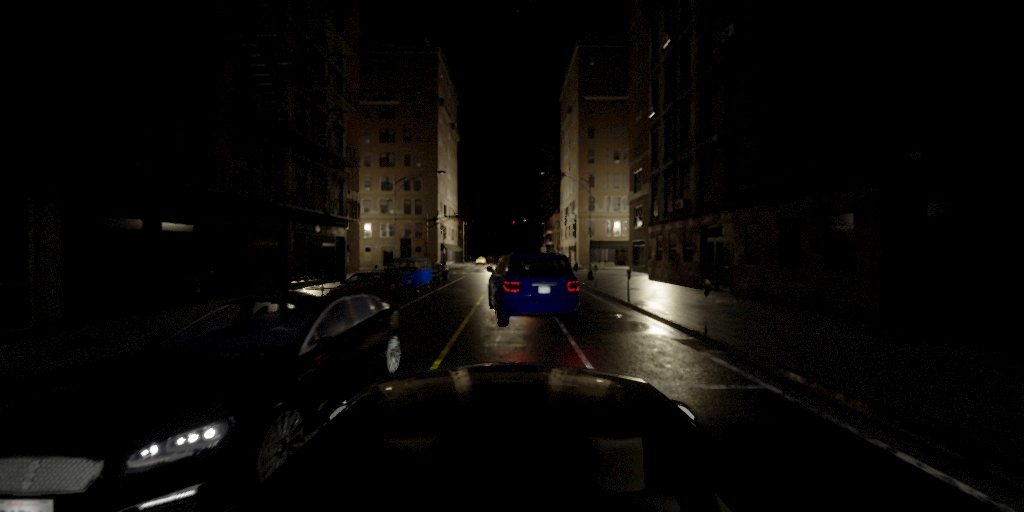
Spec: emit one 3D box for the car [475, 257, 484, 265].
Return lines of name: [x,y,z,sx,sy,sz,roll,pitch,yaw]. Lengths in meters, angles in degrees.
car: [-5.387,0.871,62.216,1.751,1.417,4.829,0,0,0]

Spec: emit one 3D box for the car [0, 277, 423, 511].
car: [-2.850,1.222,4.535,2.128,1.511,4.902,0,0,0]

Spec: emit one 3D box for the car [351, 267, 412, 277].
car: [-5.393,1.252,13.611,1.802,1.307,4.207,0,0,0]

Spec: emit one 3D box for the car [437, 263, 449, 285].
car: [-5.390,1.149,24.424,2.007,1.370,4.403,0,0,0]

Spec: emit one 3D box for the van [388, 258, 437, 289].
van: [-5.391,0.975,19.018,1.690,1.789,3.998,0,0,0]

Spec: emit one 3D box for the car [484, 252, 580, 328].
car: [0.446,0.907,11.420,2.150,2.045,5.566,0,0,-8]
